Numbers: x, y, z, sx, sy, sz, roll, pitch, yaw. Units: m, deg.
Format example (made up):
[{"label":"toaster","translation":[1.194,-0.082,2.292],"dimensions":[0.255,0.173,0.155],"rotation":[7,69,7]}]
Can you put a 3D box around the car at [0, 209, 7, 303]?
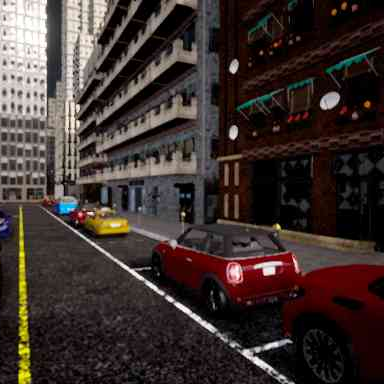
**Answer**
[{"label":"car","translation":[-4.059,1.221,4.763],"dimensions":[2.150,2.045,5.566],"rotation":[0,0,-27]}]

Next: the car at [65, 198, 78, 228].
[{"label":"car","translation":[-7.138,1.442,22.498],"dimensions":[1.967,1.590,4.097],"rotation":[-1,0,-27]}]

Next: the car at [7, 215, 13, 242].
[{"label":"car","translation":[-9.723,1.525,15.942],"dimensions":[1.812,1.442,4.674],"rotation":[0,0,-27]}]

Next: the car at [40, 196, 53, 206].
[{"label":"car","translation":[-25.034,1.521,57.165],"dimensions":[1.752,1.417,4.829],"rotation":[-1,0,-27]}]

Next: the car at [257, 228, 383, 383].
[{"label":"car","translation":[3.042,1.317,2.774],"dimensions":[2.192,1.841,5.009],"rotation":[-1,0,-27]}]

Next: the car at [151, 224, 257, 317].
[{"label":"car","translation":[0.498,1.442,7.705],"dimensions":[1.967,1.590,4.097],"rotation":[-1,0,-27]}]

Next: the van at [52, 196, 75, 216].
[{"label":"van","translation":[-12.230,1.342,32.359],"dimensions":[1.690,1.788,3.998],"rotation":[-1,0,-27]}]

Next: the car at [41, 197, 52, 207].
[{"label":"car","translation":[-22.410,1.542,52.083],"dimensions":[1.887,1.381,4.507],"rotation":[-1,0,-27]}]

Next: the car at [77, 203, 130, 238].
[{"label":"car","translation":[-4.670,1.528,17.718],"dimensions":[1.752,1.417,4.829],"rotation":[-1,0,-27]}]
